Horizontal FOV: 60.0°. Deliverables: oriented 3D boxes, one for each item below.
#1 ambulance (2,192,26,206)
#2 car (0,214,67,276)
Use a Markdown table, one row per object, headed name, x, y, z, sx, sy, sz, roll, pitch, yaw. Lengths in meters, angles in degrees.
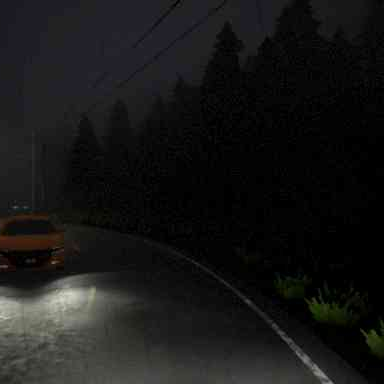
| name | x | y | z | sx | sy | sz | roll | pitch | yaw |
| --- | --- | --- | --- | --- | --- | --- | --- | --- | --- |
| ambulance | -31.803 | 1.272 | 59.490 | 6.366 | 2.431 | 2.351 | 0 | 0 | 44 |
| car | -5.282 | 1.525 | 10.876 | 1.882 | 1.535 | 5.008 | 1 | -1 | -26 |
